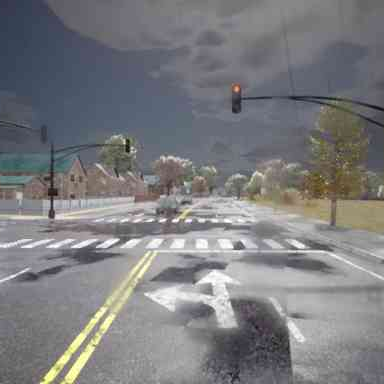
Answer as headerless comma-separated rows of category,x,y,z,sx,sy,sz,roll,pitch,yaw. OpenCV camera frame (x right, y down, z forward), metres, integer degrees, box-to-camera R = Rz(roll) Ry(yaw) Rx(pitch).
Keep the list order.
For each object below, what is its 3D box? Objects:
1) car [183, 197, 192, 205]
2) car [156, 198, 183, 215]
car,-0.924,1.641,60.251,2.033,1.411,5.357,0,0,4
car,-2.411,1.383,34.143,2.097,1.767,4.553,0,0,2
